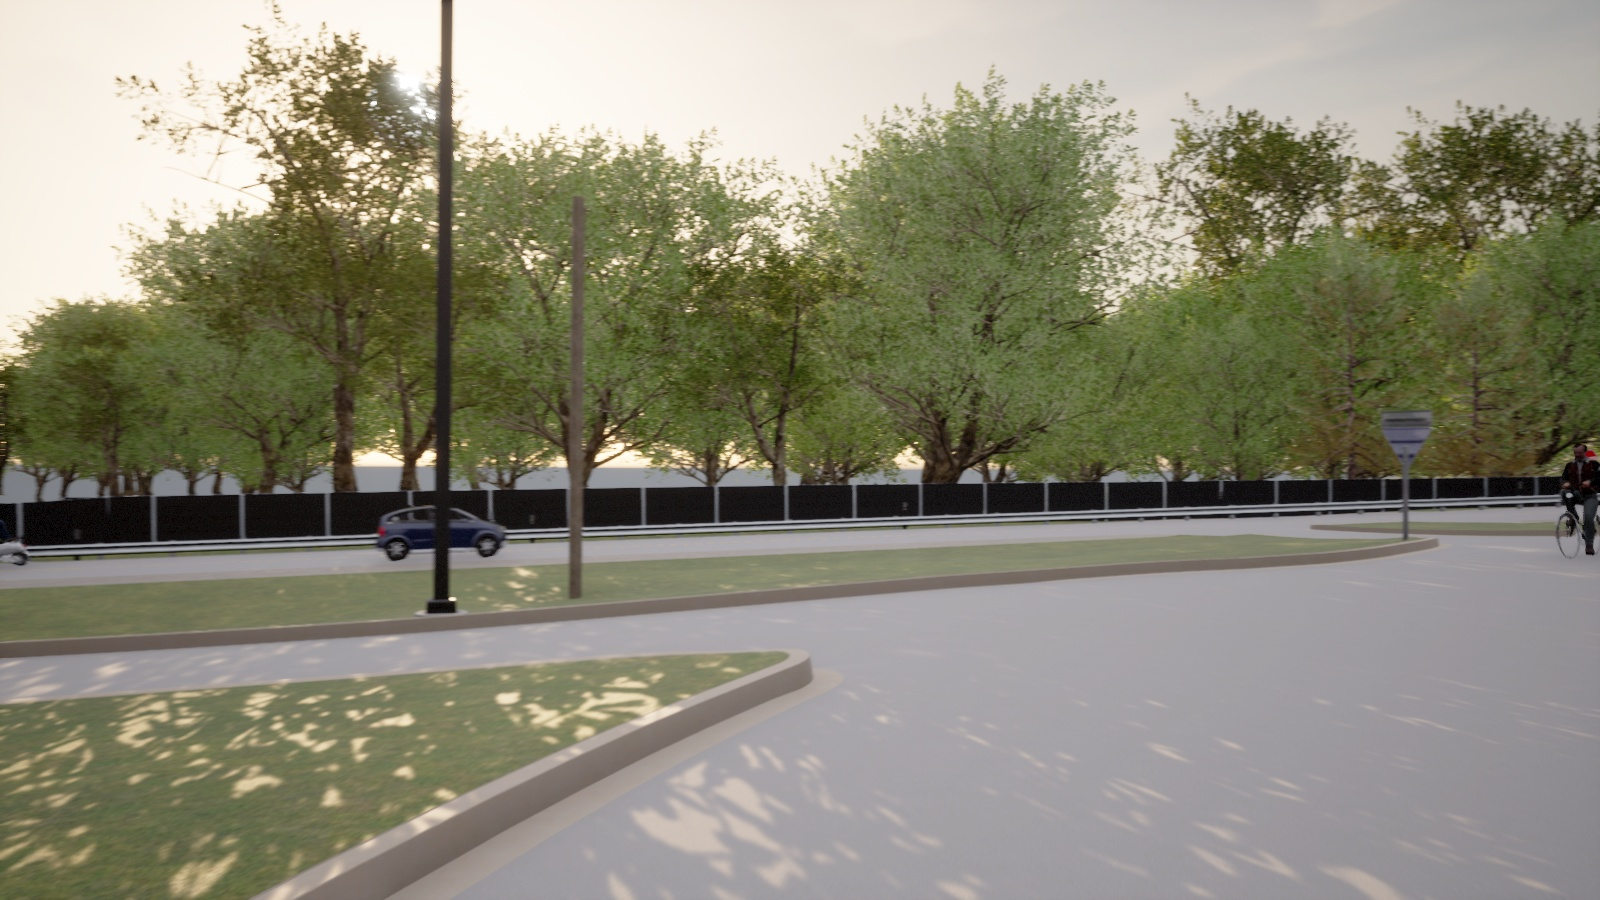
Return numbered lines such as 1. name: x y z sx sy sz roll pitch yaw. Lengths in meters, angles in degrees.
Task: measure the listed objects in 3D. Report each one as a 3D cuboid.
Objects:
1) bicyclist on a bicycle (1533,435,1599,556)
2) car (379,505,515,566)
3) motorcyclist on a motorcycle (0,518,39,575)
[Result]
1. bicyclist on a bicycle: 12.056 0.685 19.341 1.843 1.776 0.659 0 -3 -41
2. car: -10.356 2.482 36.922 3.705 1.549 1.789 -2 0 -16
3. motorcyclist on a motorcycle: -23.462 2.827 36.778 1.817 1.590 0.866 -2 0 -17
